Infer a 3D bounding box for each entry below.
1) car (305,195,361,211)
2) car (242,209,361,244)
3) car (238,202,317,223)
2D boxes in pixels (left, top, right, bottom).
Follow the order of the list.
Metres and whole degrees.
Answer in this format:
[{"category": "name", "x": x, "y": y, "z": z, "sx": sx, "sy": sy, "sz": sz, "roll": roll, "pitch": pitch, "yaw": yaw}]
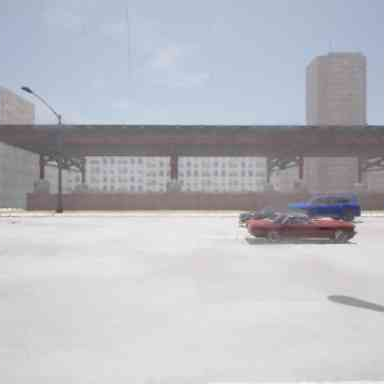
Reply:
[{"category": "car", "x": 9.944, "y": 1.253, "z": 25.501, "sx": 5.566, "sy": 2.045, "sz": 2.150, "roll": 0, "pitch": 0, "yaw": 1}, {"category": "car", "x": 4.924, "y": 1.620, "z": 15.297, "sx": 4.718, "sy": 1.301, "sz": 1.895, "roll": 0, "pitch": 0, "yaw": 1}, {"category": "car", "x": 5.432, "y": 1.553, "z": 22.032, "sx": 4.674, "sy": 1.442, "sz": 1.812, "roll": 0, "pitch": 0, "yaw": 0}]
